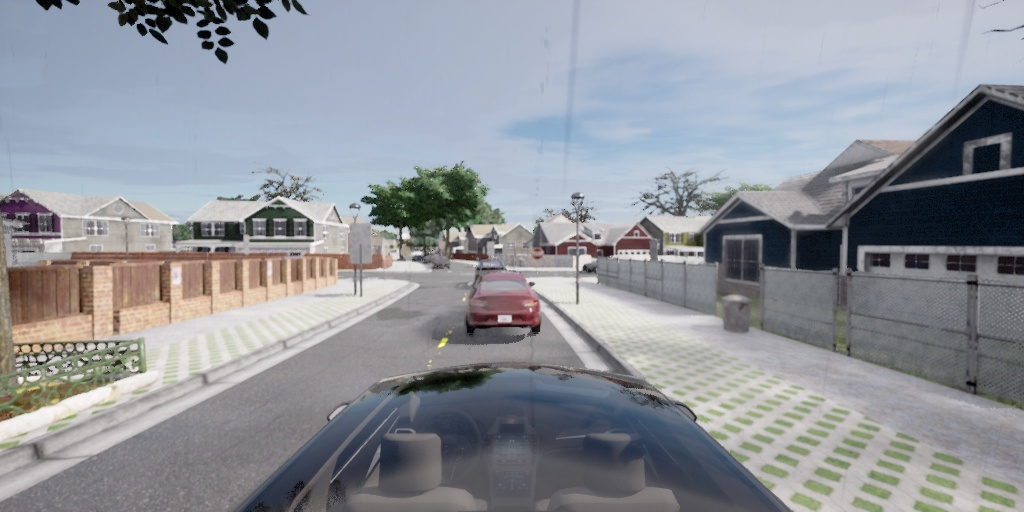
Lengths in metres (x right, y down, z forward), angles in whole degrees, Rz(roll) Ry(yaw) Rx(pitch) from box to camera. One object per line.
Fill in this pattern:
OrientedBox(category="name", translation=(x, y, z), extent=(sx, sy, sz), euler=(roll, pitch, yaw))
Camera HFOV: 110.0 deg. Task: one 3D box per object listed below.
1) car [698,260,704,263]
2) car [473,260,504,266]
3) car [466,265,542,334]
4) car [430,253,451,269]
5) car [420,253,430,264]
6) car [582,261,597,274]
OrientedBox(category="car", translation=(21.064, 1.041, 38.177), extent=(4.181, 1.385, 1.994), euler=(0, 2, -19))
OrientedBox(category="car", translation=(-1.308, 0.971, 21.605), extent=(2.128, 1.511, 4.902), euler=(0, 1, -7))
OrientedBox(category="car", translation=(-0.279, 1.160, 10.079), extent=(1.812, 1.442, 4.674), euler=(0, 1, -3))
OrientedBox(category="car", translation=(-8.355, 0.725, 42.369), extent=(1.837, 1.490, 4.892), euler=(-1, 2, -15))
OrientedBox(category="car", translation=(-13.053, 0.538, 57.415), extent=(1.837, 1.490, 4.892), euler=(-1, 1, -20))
OrientedBox(category="car", translation=(9.125, 0.919, 34.391), extent=(4.892, 1.490, 1.837), euler=(0, 2, -17))
